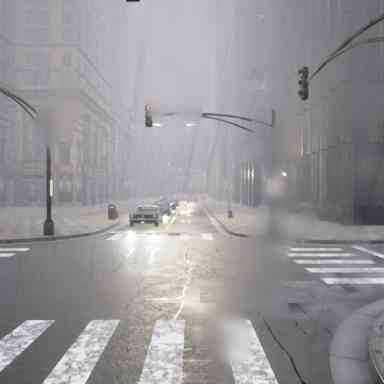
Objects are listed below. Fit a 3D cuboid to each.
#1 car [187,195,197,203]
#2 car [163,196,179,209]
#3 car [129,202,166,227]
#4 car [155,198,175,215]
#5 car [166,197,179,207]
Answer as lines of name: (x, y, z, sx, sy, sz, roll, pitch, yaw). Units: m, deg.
car: (0.068, 1.366, 69.674, 2.097, 1.767, 4.553, 0, 0, 0)
car: (-3.115, 1.354, 43.146, 2.097, 1.767, 4.553, 0, 0, 0)
car: (-3.110, 1.601, 23.201, 1.895, 1.301, 4.718, 0, 0, 0)
car: (-3.108, 1.564, 33.144, 1.994, 1.385, 4.181, 0, 0, 0)
car: (-3.076, 1.531, 53.187, 1.812, 1.442, 4.674, 0, 0, 0)
